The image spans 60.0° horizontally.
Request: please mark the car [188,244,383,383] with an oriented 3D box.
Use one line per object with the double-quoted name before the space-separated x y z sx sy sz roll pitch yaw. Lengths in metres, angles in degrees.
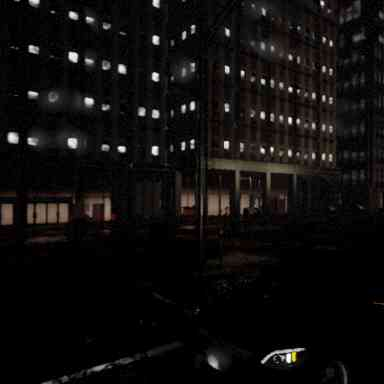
"car" 2.135 1.569 4.900 4.674 1.442 1.812 1 -1 -35
